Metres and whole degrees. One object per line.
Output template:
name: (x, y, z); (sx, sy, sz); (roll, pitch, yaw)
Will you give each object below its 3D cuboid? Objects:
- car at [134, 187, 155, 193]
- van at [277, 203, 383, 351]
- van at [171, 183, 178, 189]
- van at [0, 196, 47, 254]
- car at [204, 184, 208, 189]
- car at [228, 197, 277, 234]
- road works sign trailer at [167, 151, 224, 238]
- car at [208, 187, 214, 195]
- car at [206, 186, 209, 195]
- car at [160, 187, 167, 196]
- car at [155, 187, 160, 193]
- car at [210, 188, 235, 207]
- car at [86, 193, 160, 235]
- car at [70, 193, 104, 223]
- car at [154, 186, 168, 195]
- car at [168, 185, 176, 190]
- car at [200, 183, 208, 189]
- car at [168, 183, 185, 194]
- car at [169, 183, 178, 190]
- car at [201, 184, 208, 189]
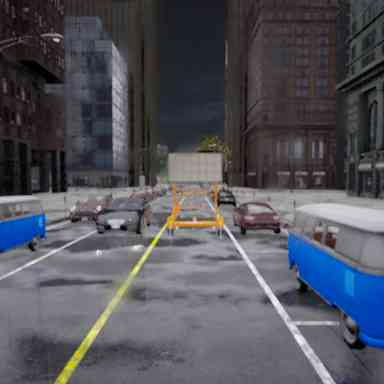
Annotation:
car: (-5.448, 0.427, 35.507); (1.887, 1.381, 4.507); (-1, 2, 1)
van: (2.839, 1.161, 5.663); (1.690, 1.788, 3.998); (-1, 2, 1)
van: (-4.899, -1.770, 95.307); (1.690, 1.788, 3.998); (-1, 2, 1)
van: (-5.690, 1.041, 9.429); (1.690, 1.788, 3.998); (-1, 2, 1)
car: (3.229, -0.119, 51.897); (1.752, 1.417, 4.829); (-1, 2, 1)
car: (2.893, 1.101, 15.329); (1.802, 1.307, 4.206); (-1, 2, 1)
road works sign trailer: (0.144, 0.008, 14.505); (2.380, 3.560, 2.880); (0, 2, 0)
car: (3.084, 0.431, 36.129); (1.947, 1.339, 4.313); (-1, 2, 1)
car: (3.132, 0.249, 41.327); (2.008, 1.369, 4.403); (-1, 2, 1)
car: (-5.299, -0.088, 51.631); (2.008, 1.369, 4.403); (-1, 2, 1)
car: (-5.398, 0.292, 40.882); (1.802, 1.307, 4.206); (-1, 2, 1)
car: (3.036, 0.596, 30.928); (1.947, 1.339, 4.313); (-1, 2, 1)
car: (-2.959, 1.006, 15.421); (2.128, 1.511, 4.902); (0, 2, 1)
car: (-5.597, 0.830, 19.378); (1.967, 1.590, 4.097); (-1, 2, 1)
car: (-5.249, -0.250, 57.008); (1.947, 1.339, 4.313); (-1, 2, 1)
car: (-5.001, -1.138, 83.962); (1.802, 1.307, 4.206); (-1, 2, 1)
car: (3.525, -1.195, 84.061); (1.752, 1.417, 4.829); (-1, 2, 1)
car: (-2.477, -0.486, 57.082); (2.128, 1.511, 4.902); (0, 2, 1)
car: (-4.951, -1.600, 89.630); (2.192, 1.841, 5.009); (-1, 2, 1)
car: (3.629, -1.540, 95.244); (1.947, 1.339, 4.313); (-1, 2, 1)
